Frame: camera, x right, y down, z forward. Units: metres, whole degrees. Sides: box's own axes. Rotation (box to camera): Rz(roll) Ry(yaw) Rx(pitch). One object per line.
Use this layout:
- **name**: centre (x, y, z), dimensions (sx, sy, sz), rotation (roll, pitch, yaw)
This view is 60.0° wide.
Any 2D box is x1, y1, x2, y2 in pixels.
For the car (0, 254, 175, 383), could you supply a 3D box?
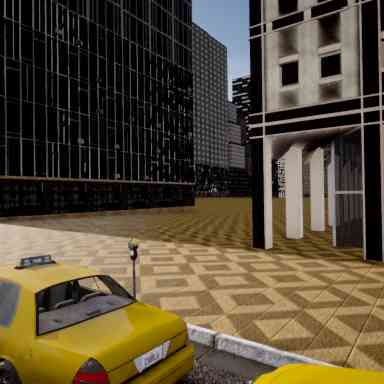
- **car**: centre (-2.256, 1.527, 4.487), dimensions (4.829, 1.417, 1.752), rotation (0, -1, 35)

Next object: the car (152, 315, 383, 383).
- **car**: centre (2.247, 1.525, 1.291), dimensions (4.829, 1.417, 1.752), rotation (0, -1, 35)
